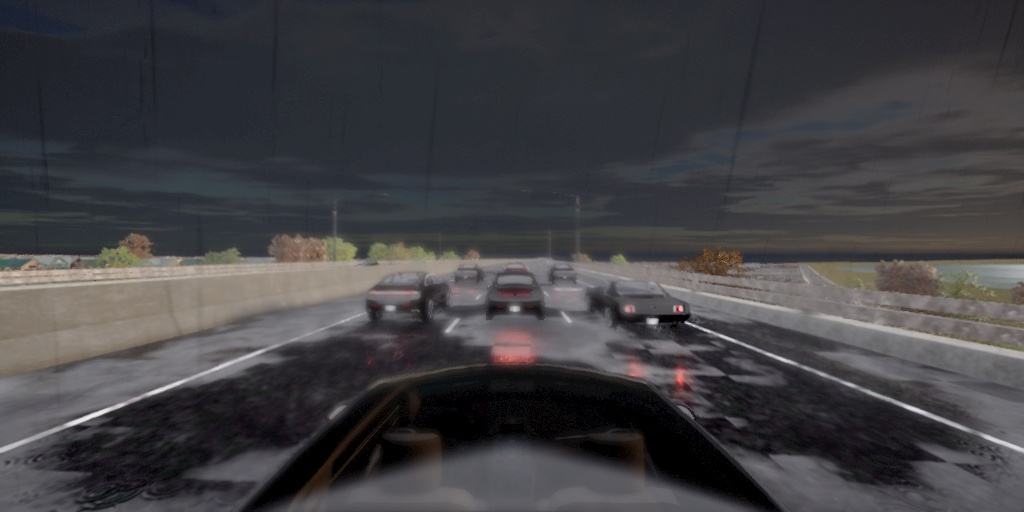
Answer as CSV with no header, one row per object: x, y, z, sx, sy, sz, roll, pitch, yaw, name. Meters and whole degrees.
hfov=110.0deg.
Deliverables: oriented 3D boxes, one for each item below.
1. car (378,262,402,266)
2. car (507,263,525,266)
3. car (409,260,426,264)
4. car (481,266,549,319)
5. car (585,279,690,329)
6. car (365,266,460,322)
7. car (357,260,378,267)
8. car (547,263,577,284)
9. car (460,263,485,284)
-16.844,1.487,50.923,1.895,1.301,4.718,0,0,2,car
0.318,1.297,29.173,1.882,1.535,5.008,0,0,1,car
-13.351,1.365,50.754,1.882,1.535,5.008,0,0,2,car
0.118,1.281,12.831,1.837,1.490,4.892,0,0,1,car
3.599,1.373,11.301,1.895,1.301,4.718,0,0,1,car
-3.386,1.263,12.492,2.128,1.511,4.902,0,0,1,car
-20.342,1.375,50.937,2.128,1.511,4.902,0,0,2,car
3.786,1.309,27.633,2.128,1.511,4.902,0,0,1,car
-3.214,1.305,27.714,2.128,1.511,4.902,0,0,1,car
